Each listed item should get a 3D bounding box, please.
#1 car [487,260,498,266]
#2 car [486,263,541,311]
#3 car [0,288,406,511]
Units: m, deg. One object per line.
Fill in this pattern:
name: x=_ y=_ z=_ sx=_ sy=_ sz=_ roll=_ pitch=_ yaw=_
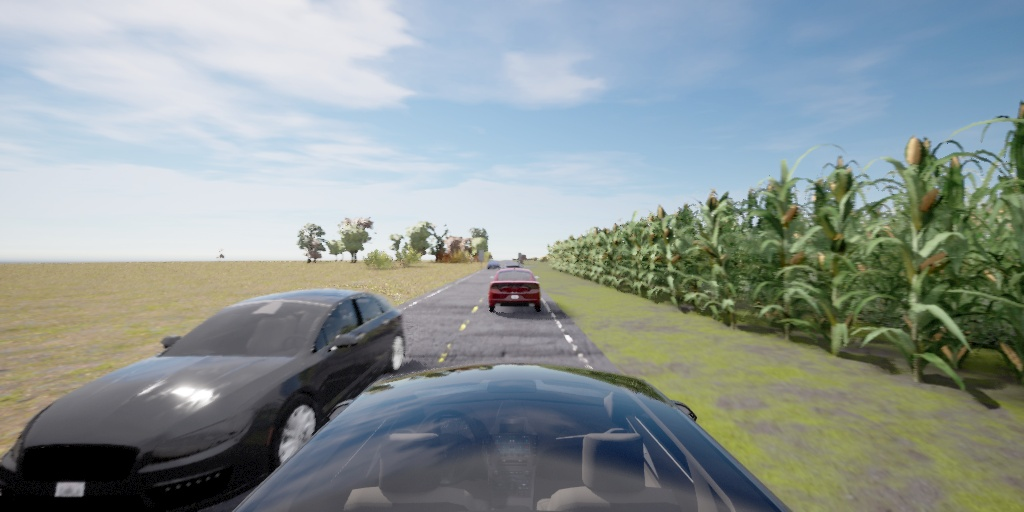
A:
car: x=-2.785 y=1.326 z=54.852 sx=1.812 sy=1.442 sz=4.674 roll=0 pitch=0 yaw=0
car: x=0.097 y=1.233 z=14.593 sx=1.882 sy=1.535 sz=5.008 roll=0 pitch=0 yaw=0
car: x=-2.851 y=1.256 z=4.740 sx=1.837 sy=1.490 sz=4.892 roll=0 pitch=0 yaw=0
